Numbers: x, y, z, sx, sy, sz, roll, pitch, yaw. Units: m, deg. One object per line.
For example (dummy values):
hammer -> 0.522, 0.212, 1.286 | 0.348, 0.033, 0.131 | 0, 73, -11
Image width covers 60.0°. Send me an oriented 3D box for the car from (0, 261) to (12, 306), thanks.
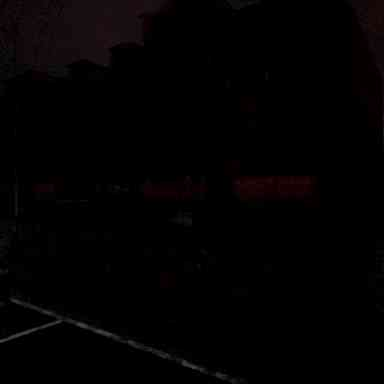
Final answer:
car -> -5.395, 1.587, 6.682 | 4.507, 1.381, 1.887 | 0, -1, 36
